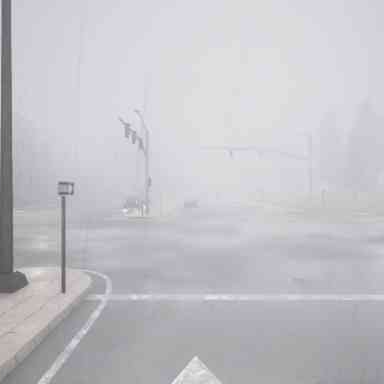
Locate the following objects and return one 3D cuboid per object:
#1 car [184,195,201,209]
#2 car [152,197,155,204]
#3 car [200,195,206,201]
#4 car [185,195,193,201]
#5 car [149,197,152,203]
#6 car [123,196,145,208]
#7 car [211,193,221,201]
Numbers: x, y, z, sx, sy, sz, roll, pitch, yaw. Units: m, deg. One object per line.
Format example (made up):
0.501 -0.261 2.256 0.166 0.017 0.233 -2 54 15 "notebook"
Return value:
-0.135 1.525 44.781 1.812 1.442 4.674 0 0 -1 "car"
-8.491 1.601 65.707 1.895 1.301 4.718 0 0 0 "car"
2.727 1.524 85.886 1.812 1.442 4.674 0 0 -1 "car"
-0.772 1.500 85.824 1.837 1.490 4.892 0 0 -1 "car"
-8.391 1.505 55.763 1.837 1.490 4.892 0 0 -1 "car"
-8.263 1.352 46.729 2.097 1.767 4.553 0 0 -1 "car"
6.227 1.225 85.894 2.150 2.045 5.566 0 0 -1 "car"
